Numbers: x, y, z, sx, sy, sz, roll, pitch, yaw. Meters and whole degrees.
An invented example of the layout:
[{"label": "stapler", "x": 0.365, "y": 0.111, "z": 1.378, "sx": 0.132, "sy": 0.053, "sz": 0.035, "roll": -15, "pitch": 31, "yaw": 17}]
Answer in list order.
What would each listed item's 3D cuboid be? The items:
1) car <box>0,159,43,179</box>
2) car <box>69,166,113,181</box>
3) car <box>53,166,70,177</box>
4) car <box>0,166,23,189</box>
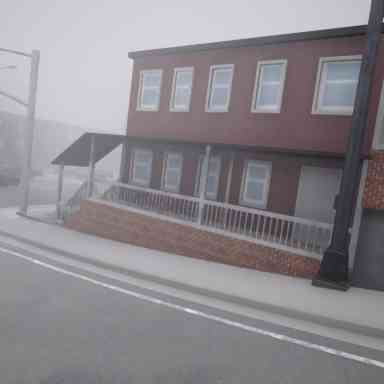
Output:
[{"label": "car", "x": -17.432, "y": -2.140, "z": 32.494, "sx": 2.033, "sy": 1.411, "sz": 5.357, "roll": 11, "pitch": 6, "yaw": 37}, {"label": "car", "x": -11.791, "y": -2.176, "z": 40.301, "sx": 1.837, "sy": 1.490, "sz": 4.892, "roll": 11, "pitch": 6, "yaw": 35}, {"label": "car", "x": -14.711, "y": -2.667, "z": 42.187, "sx": 2.033, "sy": 1.411, "sz": 5.357, "roll": 11, "pitch": 6, "yaw": 35}, {"label": "car", "x": -14.858, "y": -0.996, "z": 23.893, "sx": 1.895, "sy": 1.301, "sz": 4.718, "roll": 11, "pitch": 6, "yaw": 35}]
